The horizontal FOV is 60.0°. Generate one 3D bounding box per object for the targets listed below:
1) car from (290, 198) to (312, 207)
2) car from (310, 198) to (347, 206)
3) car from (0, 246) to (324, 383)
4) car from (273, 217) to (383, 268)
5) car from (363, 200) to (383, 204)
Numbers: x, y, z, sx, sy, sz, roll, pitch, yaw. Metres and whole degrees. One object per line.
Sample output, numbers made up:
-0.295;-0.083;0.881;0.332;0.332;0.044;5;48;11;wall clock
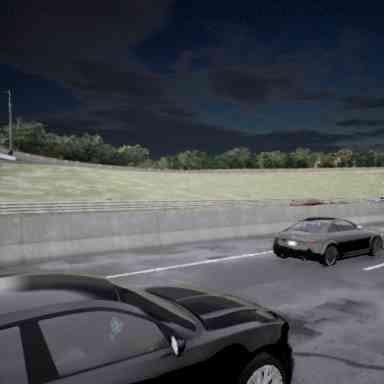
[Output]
13.734;1.474;39.575;5.008;1.535;1.882;0;0;-35;car
15.492;1.597;36.534;4.718;1.301;1.895;0;0;-35;car
-1.193;1.477;2.895;5.008;1.535;1.882;0;0;-35;car
4.718;1.550;11.412;4.181;1.385;1.994;0;0;-36;car
19.112;1.547;34.813;5.357;1.411;2.033;0;0;-35;car
